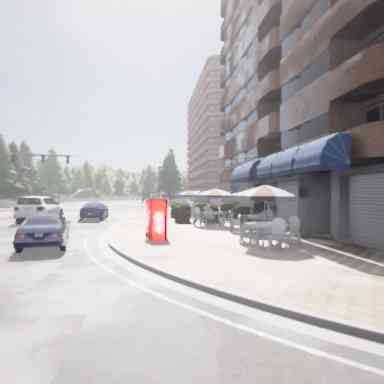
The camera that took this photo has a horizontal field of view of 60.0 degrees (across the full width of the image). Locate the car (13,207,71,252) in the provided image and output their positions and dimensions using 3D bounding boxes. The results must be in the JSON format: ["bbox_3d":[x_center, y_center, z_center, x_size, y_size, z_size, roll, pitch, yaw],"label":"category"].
[{"bbox_3d":[-6.294,1.610,14.289,2.033,1.411,5.357,0,0,-19],"label":"car"}]

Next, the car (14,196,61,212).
[{"bbox_3d":[-11.584,1.327,25.346,2.150,2.045,5.566,0,0,-7],"label":"car"}]

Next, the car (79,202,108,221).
[{"bbox_3d":[-8.502,1.631,29.076,1.882,1.535,5.008,0,0,-7],"label":"car"}]

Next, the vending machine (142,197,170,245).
[{"bbox_3d":[-1.651,1.297,15.349,1.100,2.100,0.880,1,0,-19],"label":"vending machine"}]
